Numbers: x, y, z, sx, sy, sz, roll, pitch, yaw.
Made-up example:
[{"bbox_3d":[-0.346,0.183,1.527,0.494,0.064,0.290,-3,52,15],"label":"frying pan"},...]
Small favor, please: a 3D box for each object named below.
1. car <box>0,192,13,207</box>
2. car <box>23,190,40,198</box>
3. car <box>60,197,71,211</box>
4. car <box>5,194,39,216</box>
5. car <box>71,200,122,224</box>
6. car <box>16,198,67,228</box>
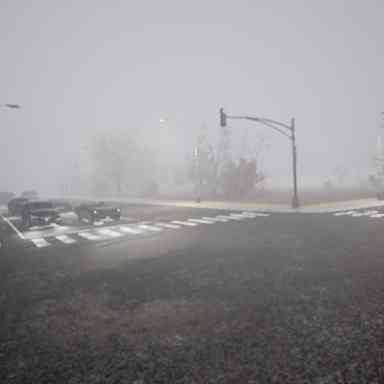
[{"bbox_3d":[-27.458,1.022,49.250,2.150,2.045,5.566,-4,2,-32],"label":"car"},{"bbox_3d":[-25.043,0.815,51.505,2.150,2.045,5.566,-4,2,-32],"label":"car"},{"bbox_3d":[-13.243,1.219,32.836,1.895,1.301,4.718,-4,2,-32],"label":"car"},{"bbox_3d":[-16.060,1.300,31.206,1.882,1.535,5.008,-4,2,-32],"label":"car"},{"bbox_3d":[-6.229,1.230,21.811,1.895,1.301,4.718,-4,2,-32],"label":"car"},{"bbox_3d":[-9.706,1.338,21.215,1.837,1.490,4.892,-4,2,-33],"label":"car"}]
